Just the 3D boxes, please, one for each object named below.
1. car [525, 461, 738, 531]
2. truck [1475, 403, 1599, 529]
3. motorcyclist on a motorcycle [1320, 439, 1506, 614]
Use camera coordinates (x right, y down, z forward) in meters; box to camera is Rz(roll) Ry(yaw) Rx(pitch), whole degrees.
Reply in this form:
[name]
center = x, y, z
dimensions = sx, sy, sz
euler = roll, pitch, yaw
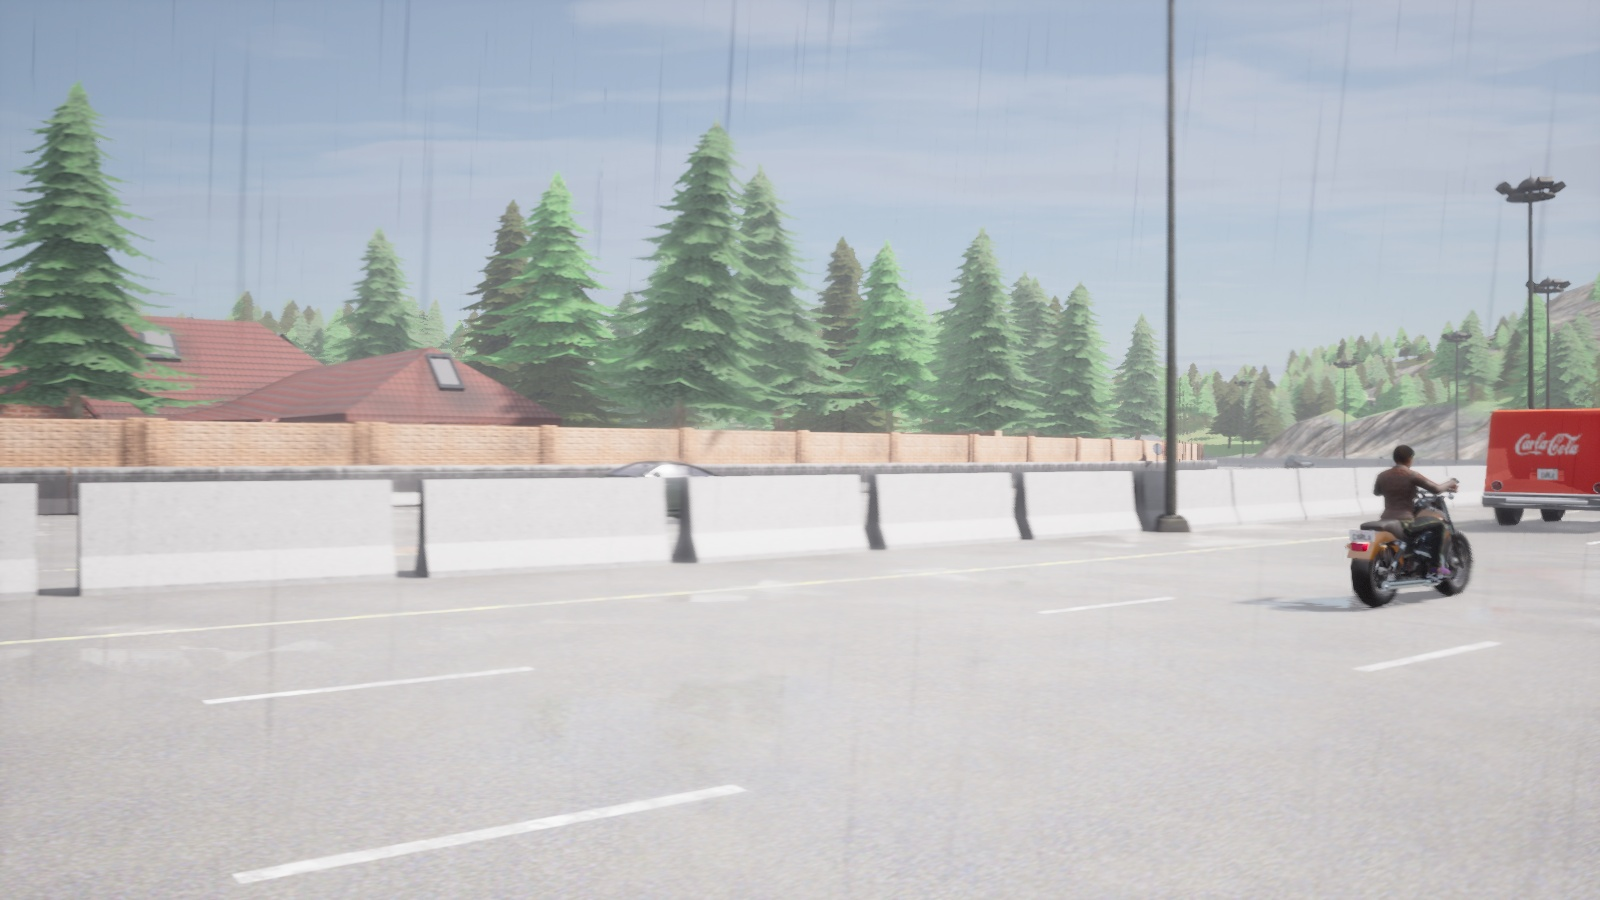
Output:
[car]
center = -3.630, 0.940, 27.369
dimensions = 4.181, 1.385, 1.994
euler = 0, 0, -40
[truck]
center = 16.828, 0.320, 27.057
dimensions = 2.627, 2.467, 5.204
euler = 0, 0, 45
[motorcyclist on a motorcycle]
center = 6.306, 0.731, 12.852
dimensions = 2.350, 1.649, 0.766
euler = 0, -1, -39
